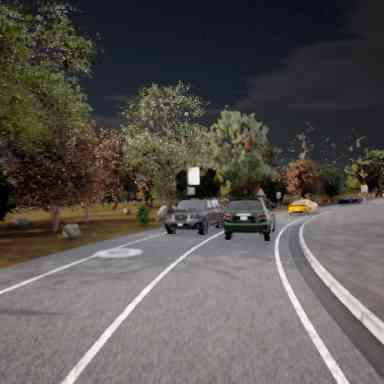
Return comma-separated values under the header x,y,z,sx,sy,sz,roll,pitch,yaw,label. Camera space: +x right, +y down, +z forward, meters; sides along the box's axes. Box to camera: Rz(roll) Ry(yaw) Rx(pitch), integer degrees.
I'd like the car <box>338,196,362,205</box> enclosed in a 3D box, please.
x,y,z,sx,sy,sz,roll,pitch,yaw,label
25.015,1.364,52.729,4.718,1.301,1.895,-3,-2,-39,car

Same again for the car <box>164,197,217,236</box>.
x,y,z,sx,sy,sz,roll,pitch,yaw,label
0.275,1.348,19.801,2.150,2.045,5.566,-2,-1,19,car

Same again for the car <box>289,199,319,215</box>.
x,y,z,sx,sy,sz,roll,pitch,yaw,label
11.458,1.493,33.943,1.882,1.535,5.008,-4,-2,34,car

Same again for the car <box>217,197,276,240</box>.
x,y,z,sx,sy,sz,roll,pitch,yaw,label
3.117,1.262,17.398,2.150,2.045,5.566,-2,-1,17,car
